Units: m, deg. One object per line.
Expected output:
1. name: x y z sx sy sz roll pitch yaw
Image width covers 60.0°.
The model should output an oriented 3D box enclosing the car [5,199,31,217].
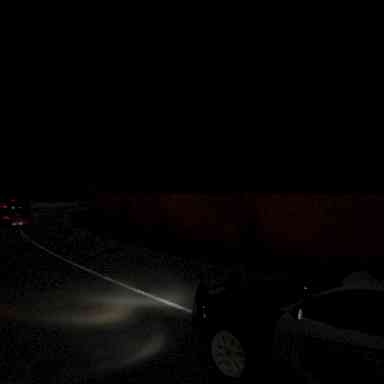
1. car: -20.611 1.889 39.366 2.150 2.045 5.566 1 -1 -18

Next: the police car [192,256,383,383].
1. police car: 2.157 1.571 3.766 5.238 1.638 1.930 0 -2 45

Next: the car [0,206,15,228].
1. car: -14.701 1.966 25.101 1.994 1.385 4.181 2 -2 -27
